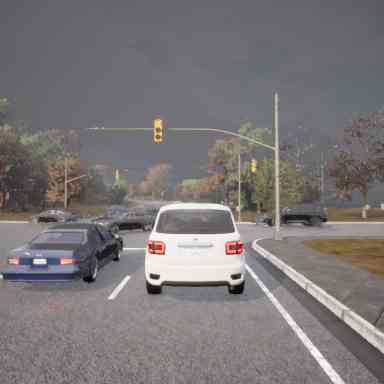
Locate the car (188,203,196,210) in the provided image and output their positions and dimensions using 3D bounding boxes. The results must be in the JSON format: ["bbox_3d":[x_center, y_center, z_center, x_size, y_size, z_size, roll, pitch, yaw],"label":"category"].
[{"bbox_3d":[-0.060,3.318,77.591,1.837,1.490,4.892,0,0,0],"label":"car"}]

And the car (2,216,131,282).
[{"bbox_3d":[-3.425,1.662,9.977,2.033,1.411,5.357,0,-1,0],"label":"car"}]

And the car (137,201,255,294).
[{"bbox_3d":[0.076,1.318,9.125,2.150,2.045,5.566,0,-1,0],"label":"car"}]

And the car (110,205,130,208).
[{"bbox_3d":[-10.644,2.800,47.095,2.150,2.045,5.566,0,-2,-2],"label":"car"}]

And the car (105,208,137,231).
[{"bbox_3d":[-4.600,2.029,22.389,2.128,1.511,4.902,-2,-4,38],"label":"car"}]

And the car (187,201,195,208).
[{"bbox_3d":[-0.185,3.271,87.743,1.837,1.490,4.892,0,0,-3],"label":"car"}]

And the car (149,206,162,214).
[{"bbox_3d":[-7.090,3.469,65.187,1.895,1.301,4.718,0,0,0],"label":"car"}]

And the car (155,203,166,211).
[{"bbox_3d":[-7.058,3.367,75.885,2.033,1.411,5.357,0,0,0],"label":"car"}]

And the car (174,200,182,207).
[{"bbox_3d":[-3.661,3.077,87.387,1.882,1.535,5.008,0,0,-3],"label":"car"}]

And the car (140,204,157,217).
[{"bbox_3d":[-7.133,2.997,55.266,2.150,2.045,5.566,0,-1,0],"label":"car"}]

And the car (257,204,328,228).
[{"bbox_3d":[8.911,2.054,29.057,5.566,2.045,2.150,0,-3,-1],"label":"car"}]

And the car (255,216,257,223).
[{"bbox_3d":[7.977,2.558,32.679,4.181,1.385,1.994,0,-3,4],"label":"car"}]

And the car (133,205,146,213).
[{"bbox_3d":[-10.562,3.468,67.671,1.895,1.301,4.718,0,0,0],"label":"car"}]

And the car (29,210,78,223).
[{"bbox_3d":[-13.947,2.528,33.620,4.902,1.511,2.128,0,-2,8],"label":"car"}]
